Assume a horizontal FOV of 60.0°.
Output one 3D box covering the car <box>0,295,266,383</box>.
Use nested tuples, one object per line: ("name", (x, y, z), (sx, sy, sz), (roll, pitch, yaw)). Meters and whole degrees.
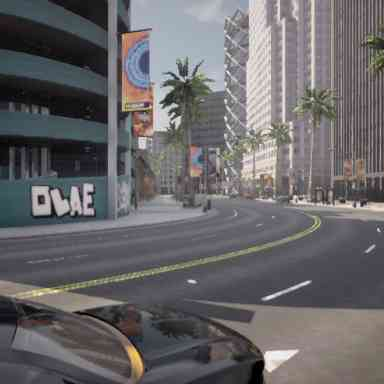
("car", (-1.630, 1.469, 2.116), (5.008, 1.535, 1.882), (0, 0, -35))

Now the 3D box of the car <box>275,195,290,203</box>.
("car", (18.160, 1.427, 67.071), (2.231, 1.521, 4.892), (0, 0, -4))
